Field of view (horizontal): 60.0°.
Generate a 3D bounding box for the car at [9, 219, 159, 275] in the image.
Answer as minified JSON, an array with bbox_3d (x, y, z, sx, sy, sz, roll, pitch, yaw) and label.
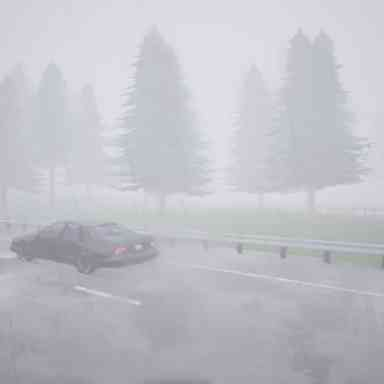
[{"bbox_3d":[-3.554,1.565,10.528,5.357,1.411,2.033,0,0,34],"label":"car"}]
